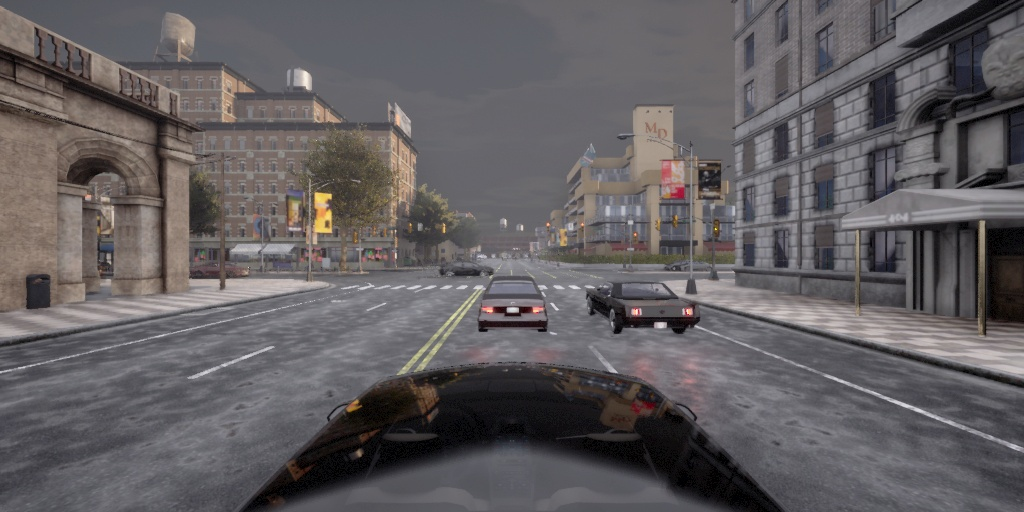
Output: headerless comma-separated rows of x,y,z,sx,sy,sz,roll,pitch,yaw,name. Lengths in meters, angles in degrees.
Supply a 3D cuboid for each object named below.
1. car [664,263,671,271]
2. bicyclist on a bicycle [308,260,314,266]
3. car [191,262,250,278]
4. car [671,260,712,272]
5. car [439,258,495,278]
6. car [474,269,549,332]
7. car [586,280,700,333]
23.004,1.242,48.255,4.902,1.511,2.128,0,0,0,car
-31.369,1.050,55.916,0.582,1.620,1.656,0,0,0,bicyclist on a bicycle
-26.724,1.276,32.946,4.674,1.442,1.812,0,0,0,car
22.709,1.314,44.758,4.181,1.385,1.994,0,0,0,car
-4.149,1.227,33.001,5.008,1.535,1.882,0,0,0,car
0.019,1.297,10.821,2.033,1.411,5.357,0,0,0,car
3.520,1.351,10.703,1.895,1.301,4.718,0,0,0,car
